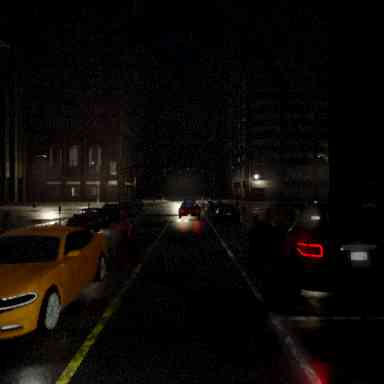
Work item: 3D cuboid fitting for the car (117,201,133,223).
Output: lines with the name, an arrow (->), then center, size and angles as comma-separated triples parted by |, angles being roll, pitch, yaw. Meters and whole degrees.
car -> -5.986, 1.572, 25.136 | 1.947, 1.339, 4.313 | 0, 0, -1

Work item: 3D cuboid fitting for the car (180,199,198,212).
car -> -0.347, 1.579, 39.596 | 1.994, 1.385, 4.181 | 0, 0, -1

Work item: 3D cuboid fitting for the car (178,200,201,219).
car -> -0.205, 1.609, 29.627 | 1.895, 1.301, 4.718 | 0, 0, 0

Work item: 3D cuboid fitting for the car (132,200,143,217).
car -> -6.036, 1.575, 30.772 | 1.947, 1.339, 4.313 | 0, 0, -1

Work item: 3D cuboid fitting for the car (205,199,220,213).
car -> 2.439, 1.453, 36.485 | 1.967, 1.590, 4.097 | 0, 0, -1

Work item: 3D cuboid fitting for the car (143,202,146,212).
car -> -6.086, 1.564, 36.409 | 2.008, 1.369, 4.403 | 0, 0, -1

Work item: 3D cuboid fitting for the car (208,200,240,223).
car -> 2.539, 1.572, 25.214 | 1.947, 1.339, 4.313 | 0, 0, -1

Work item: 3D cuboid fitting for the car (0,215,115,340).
car -> -3.159, 1.477, 6.914 | 1.882, 1.535, 5.008 | 0, 0, -1

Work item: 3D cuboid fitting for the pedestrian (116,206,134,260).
pedestrian -> -2.187, 1.296, 10.863 | 0.375, 1.860, 0.375 | 0, 0, -11

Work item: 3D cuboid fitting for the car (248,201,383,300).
car -> 2.927, 1.225, 8.556 | 2.150, 2.045, 5.566 | 0, 0, -1

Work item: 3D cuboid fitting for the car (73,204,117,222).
car -> -5.936, 1.585, 19.500 | 1.802, 1.307, 4.206 | 0, 0, -1
